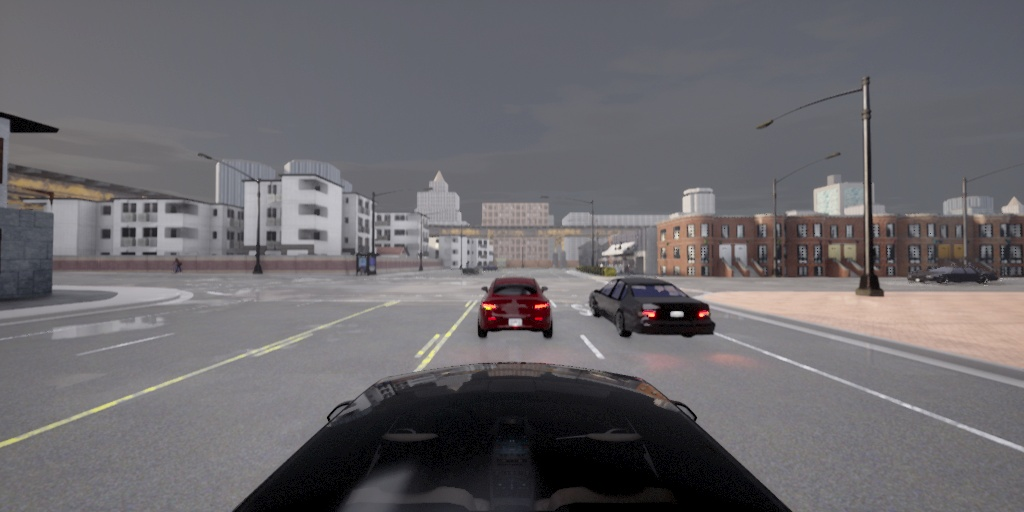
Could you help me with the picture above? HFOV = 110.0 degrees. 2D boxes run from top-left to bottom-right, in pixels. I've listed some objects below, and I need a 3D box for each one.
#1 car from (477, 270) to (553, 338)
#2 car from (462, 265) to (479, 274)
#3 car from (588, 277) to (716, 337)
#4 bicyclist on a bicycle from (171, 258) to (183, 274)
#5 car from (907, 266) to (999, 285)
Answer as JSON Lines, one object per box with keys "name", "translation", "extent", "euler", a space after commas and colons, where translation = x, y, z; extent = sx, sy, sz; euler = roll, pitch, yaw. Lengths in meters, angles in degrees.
{"name": "car", "translation": [0.082, 1.297, 10.172], "extent": [1.812, 1.442, 4.674], "euler": [0, 0, 0]}
{"name": "car", "translation": [-6.136, 2.034, 53.148], "extent": [1.895, 1.301, 4.718], "euler": [0, -1, 3]}
{"name": "car", "translation": [3.586, 1.319, 10.269], "extent": [2.033, 1.411, 5.357], "euler": [0, 0, 0]}
{"name": "bicyclist on a bicycle", "translation": [-33.974, 1.011, 36.403], "extent": [0.582, 1.620, 1.656], "euler": [1, -1, -11]}
{"name": "car", "translation": [35.062, 1.537, 28.575], "extent": [5.357, 1.411, 2.033], "euler": [0, -1, 1]}
